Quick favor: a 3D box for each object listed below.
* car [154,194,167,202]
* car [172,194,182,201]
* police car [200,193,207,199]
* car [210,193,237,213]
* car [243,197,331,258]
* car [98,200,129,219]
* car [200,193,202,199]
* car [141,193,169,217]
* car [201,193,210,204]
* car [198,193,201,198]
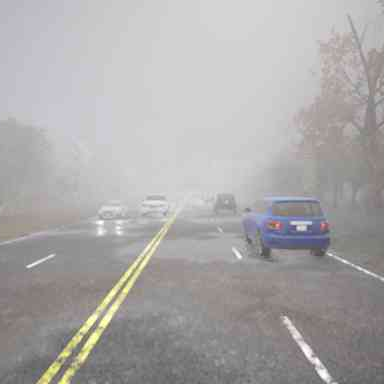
[{"bbox_3d":[-6.476,1.294,69.068,2.128,1.511,4.902,0,0,0],"label":"car"},{"bbox_3d":[-3.235,1.234,73.106,1.812,1.442,4.674,0,0,0],"label":"car"},{"bbox_3d":[3.214,1.101,92.943,1.930,1.638,5.238,0,0,0],"label":"police car"},{"bbox_3d":[3.382,1.133,35.036,2.150,2.045,5.566,0,0,1],"label":"car"},{"bbox_3d":[3.370,1.189,12.827,2.150,2.045,5.566,0,0,1],"label":"car"},{"bbox_3d":[-6.584,1.458,28.383,1.812,1.442,4.674,0,0,0],"label":"car"},{"bbox_3d":[3.274,1.392,70.857,1.895,1.301,4.718,0,0,0],"label":"car"},{"bbox_3d":[-3.331,1.146,31.132,2.150,2.045,5.566,0,0,0],"label":"car"},{"bbox_3d":[3.282,1.326,59.808,2.128,1.511,4.902,0,0,0],"label":"car"},{"bbox_3d":[3.244,1.090,81.798,2.097,1.767,4.553,0,0,0],"label":"car"}]
